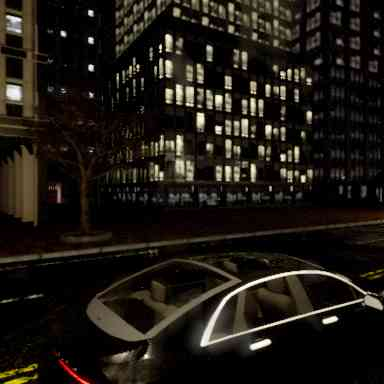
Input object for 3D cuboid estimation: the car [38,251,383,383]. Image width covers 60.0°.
[{"bbox_3d":[0.843,1.495,4.003,4.892,1.490,1.837,0,0,-35],"label":"car"}]
